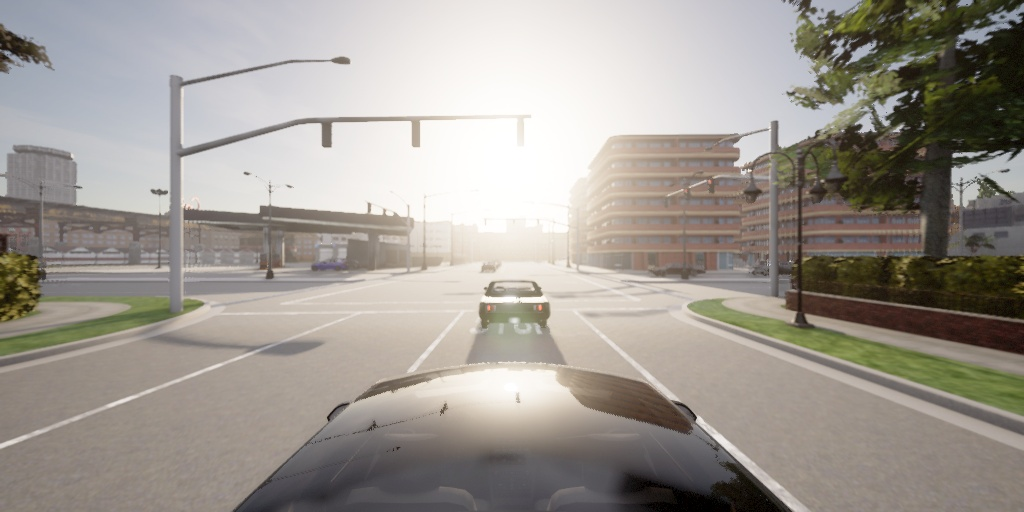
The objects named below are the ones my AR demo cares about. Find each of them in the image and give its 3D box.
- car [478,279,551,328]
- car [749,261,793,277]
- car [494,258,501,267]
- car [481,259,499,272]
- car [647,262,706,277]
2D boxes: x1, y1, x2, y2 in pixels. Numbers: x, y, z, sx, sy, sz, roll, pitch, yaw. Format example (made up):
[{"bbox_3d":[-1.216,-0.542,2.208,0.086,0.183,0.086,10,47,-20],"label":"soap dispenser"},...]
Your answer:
[{"bbox_3d":[0.021,1.362,11.414,1.895,1.301,4.718,0,0,-1],"label":"car"},{"bbox_3d":[26.558,1.280,36.139,4.902,1.511,2.128,0,0,0],"label":"car"},{"bbox_3d":[-3.195,1.377,57.636,1.994,1.385,4.181,0,0,0],"label":"car"},{"bbox_3d":[-3.095,1.403,47.721,1.895,1.301,4.718,0,0,-1],"label":"car"},{"bbox_3d":[16.607,1.336,36.222,5.357,1.411,2.033,0,0,0],"label":"car"}]
